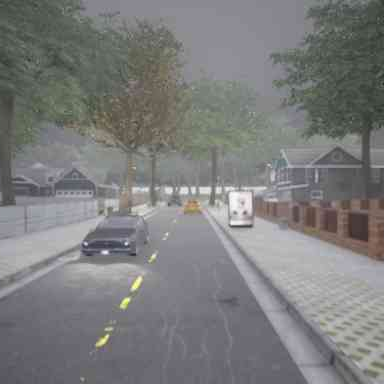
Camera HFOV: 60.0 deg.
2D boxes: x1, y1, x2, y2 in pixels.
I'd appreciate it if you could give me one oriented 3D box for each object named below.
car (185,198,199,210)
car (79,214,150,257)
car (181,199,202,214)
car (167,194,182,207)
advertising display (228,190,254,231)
[{"bbox_3d":[0.018,1.696,48.363,1.812,1.442,4.674,0,0,0],"label":"car"},{"bbox_3d":[-2.848,1.620,13.572,2.033,1.411,5.357,0,0,0],"label":"car"},{"bbox_3d":[0.062,1.637,37.097,1.882,1.535,5.008,0,0,0],"label":"car"},{"bbox_3d":[-2.811,1.390,54.458,2.150,2.045,5.566,0,0,0],"label":"car"},{"bbox_3d":[2.993,1.131,20.493,1.540,2.440,0.280,-1,-1,0],"label":"advertising display"}]
